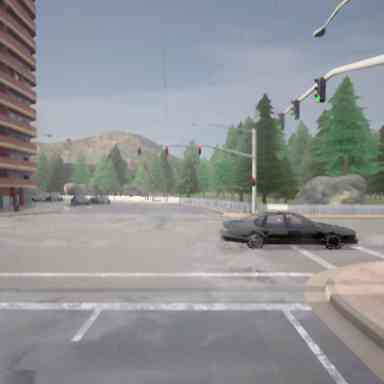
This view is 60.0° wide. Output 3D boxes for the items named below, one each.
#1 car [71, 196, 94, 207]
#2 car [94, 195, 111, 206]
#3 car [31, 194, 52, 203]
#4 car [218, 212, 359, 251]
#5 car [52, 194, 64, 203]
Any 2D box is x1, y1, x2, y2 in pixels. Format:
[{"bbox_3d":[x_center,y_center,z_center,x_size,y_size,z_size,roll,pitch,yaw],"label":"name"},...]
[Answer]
[{"bbox_3d":[-15.955,1.292,47.410,1.837,1.490,4.892,0,0,-33],"label":"car"},{"bbox_3d":[-13.934,1.265,50.678,2.128,1.511,4.902,0,0,-35],"label":"car"},{"bbox_3d":[-28.016,1.226,59.426,4.902,1.511,2.128,0,0,32],"label":"car"},{"bbox_3d":[3.757,1.523,13.574,5.357,1.411,2.033,0,0,0],"label":"car"},{"bbox_3d":[-26.225,1.073,62.562,4.553,1.767,2.097,0,0,31],"label":"car"}]
